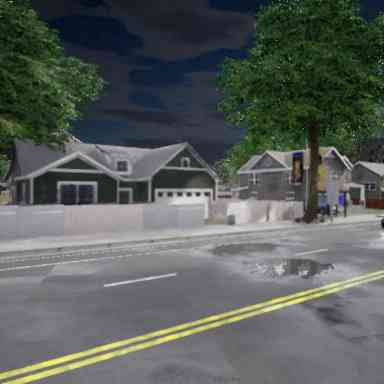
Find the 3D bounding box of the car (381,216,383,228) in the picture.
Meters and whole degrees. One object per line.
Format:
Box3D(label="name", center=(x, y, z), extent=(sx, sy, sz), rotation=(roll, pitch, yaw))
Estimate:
Box3D(label="car", center=(14.202, 1.731, 21.767), extent=(4.181, 1.385, 1.994), rotation=(1, 0, -35))
